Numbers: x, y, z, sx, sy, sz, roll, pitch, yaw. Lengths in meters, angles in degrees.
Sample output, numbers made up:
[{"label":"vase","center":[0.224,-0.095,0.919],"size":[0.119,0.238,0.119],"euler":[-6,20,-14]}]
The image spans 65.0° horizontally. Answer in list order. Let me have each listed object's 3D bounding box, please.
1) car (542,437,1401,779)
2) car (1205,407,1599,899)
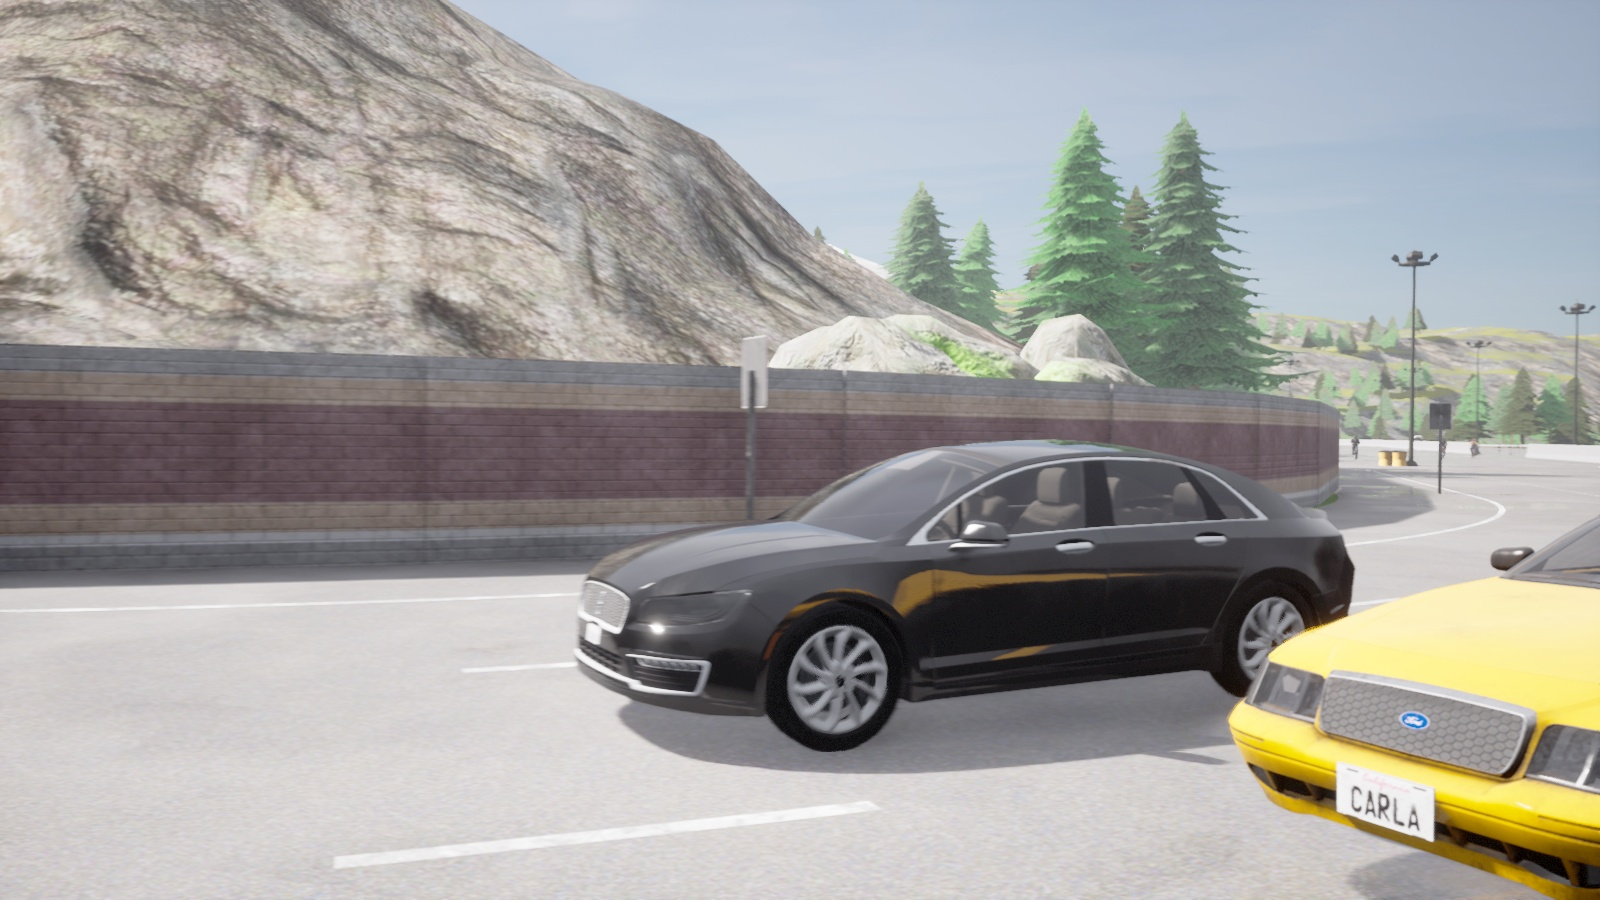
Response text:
[{"label":"car","center":[1.118,0.687,7.507],"size":[4.892,1.490,1.837],"euler":[-1,1,-26]},{"label":"car","center":[4.302,0.622,5.148],"size":[5.366,1.575,1.801],"euler":[-1,1,-28]}]
